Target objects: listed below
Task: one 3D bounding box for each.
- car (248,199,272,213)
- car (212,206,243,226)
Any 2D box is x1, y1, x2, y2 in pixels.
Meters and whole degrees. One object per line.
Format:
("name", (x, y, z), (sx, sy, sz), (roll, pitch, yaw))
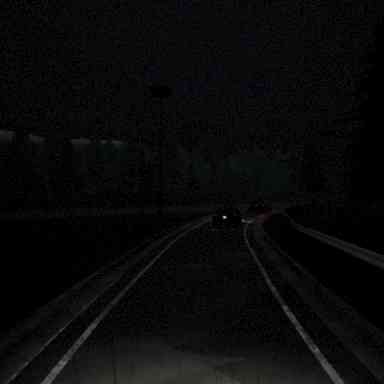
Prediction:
("car", (8.654, 1.688, 41.972), (2.097, 1.767, 4.553), (0, -1, 25))
("car", (2.737, 1.766, 25.354), (1.994, 1.385, 4.181), (0, -1, 13))
